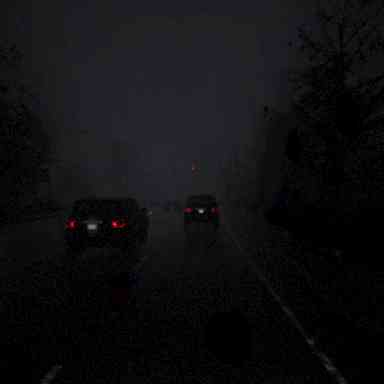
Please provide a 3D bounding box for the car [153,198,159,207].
[{"bbox_3d":[-4.943,1.582,48.563,2.033,1.411,5.357,0,0,4],"label":"car"}]

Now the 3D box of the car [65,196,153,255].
[{"bbox_3d":[-3.166,1.216,13.467,2.150,2.045,5.566,0,0,2],"label":"car"}]

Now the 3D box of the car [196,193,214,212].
[{"bbox_3d":[1.681,1.210,40.861,2.150,2.045,5.566,0,0,4],"label":"car"}]

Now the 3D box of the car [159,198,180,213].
[{"bbox_3d":[-2.029,1.479,37.609,2.128,1.511,4.902,0,0,3],"label":"car"}]

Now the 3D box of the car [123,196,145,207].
[{"bbox_3d":[-8.434,1.311,48.799,2.128,1.511,4.902,0,0,4],"label":"car"}]

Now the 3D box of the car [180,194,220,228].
[{"bbox_3d":[0.653,1.216,22.049,2.150,2.045,5.566,0,0,2],"label":"car"}]
